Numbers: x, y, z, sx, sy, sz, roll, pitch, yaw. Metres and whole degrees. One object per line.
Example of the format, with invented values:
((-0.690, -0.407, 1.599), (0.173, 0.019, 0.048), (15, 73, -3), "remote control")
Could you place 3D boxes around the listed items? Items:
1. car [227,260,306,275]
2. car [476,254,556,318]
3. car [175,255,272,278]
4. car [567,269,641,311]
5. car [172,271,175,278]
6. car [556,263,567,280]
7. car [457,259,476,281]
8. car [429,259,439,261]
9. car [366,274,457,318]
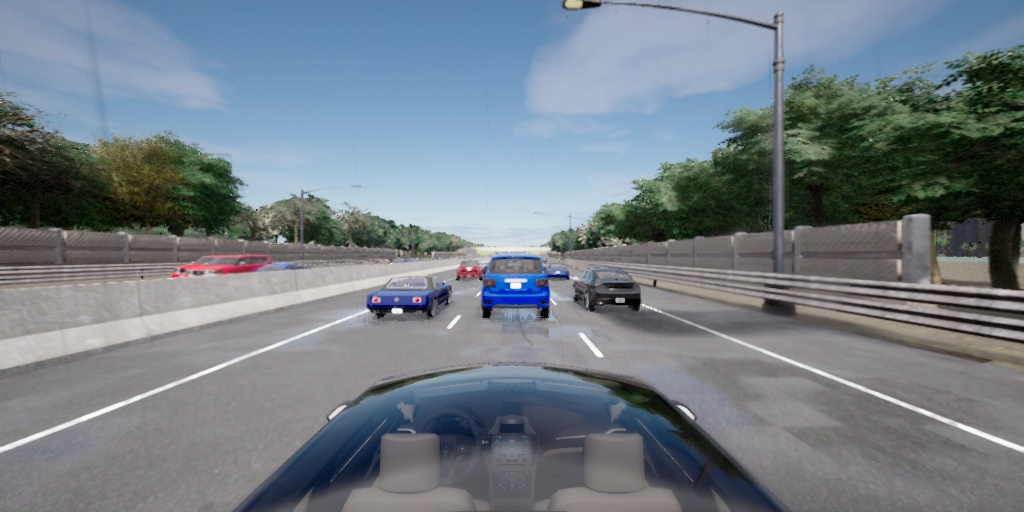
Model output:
((-14.044, 1.194, 21.526), (1.882, 1.535, 5.008), (0, 0, 0), "car")
((0.120, 0.953, 13.100), (2.150, 2.045, 5.566), (0, 0, 0), "car")
((-17.540, 0.936, 22.727), (2.150, 2.045, 5.566), (0, 0, 0), "car")
((3.624, 1.234, 14.398), (1.837, 1.490, 4.892), (0, 0, 0), "car")
((-21.021, 0.930, 25.705), (2.150, 2.045, 5.566), (0, 0, 0), "car")
((3.703, 1.267, 30.737), (1.994, 1.385, 4.181), (0, 0, 0), "car")
((-3.302, 1.056, 29.935), (2.097, 1.767, 4.553), (0, 0, 0), "car")
((-13.610, 1.218, 63.527), (1.994, 1.385, 4.181), (0, 0, 1), "car")
((-3.381, 1.332, 12.828), (1.895, 1.301, 4.718), (0, 0, 0), "car")
